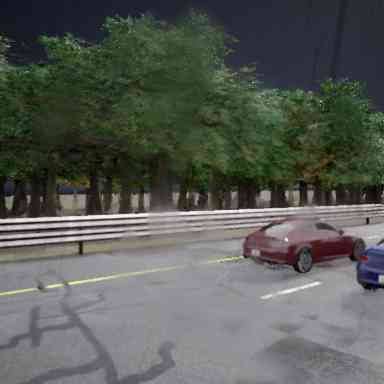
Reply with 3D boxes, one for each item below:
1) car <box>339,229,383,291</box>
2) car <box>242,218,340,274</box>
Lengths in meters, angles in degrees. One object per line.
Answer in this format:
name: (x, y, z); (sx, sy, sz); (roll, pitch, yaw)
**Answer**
car: (5.653, 1.550, 7.786); (4.674, 1.442, 1.812); (0, 0, -36)
car: (3.659, 1.550, 10.664); (4.674, 1.442, 1.812); (0, 0, -36)
